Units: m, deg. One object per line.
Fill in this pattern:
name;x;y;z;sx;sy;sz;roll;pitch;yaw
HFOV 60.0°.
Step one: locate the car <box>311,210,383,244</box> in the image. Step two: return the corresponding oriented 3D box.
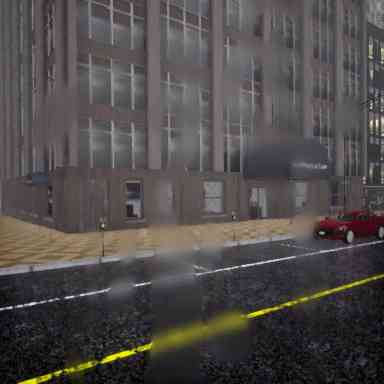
car;7.474;1.542;15.764;4.507;1.381;1.887;0;-1;-35
